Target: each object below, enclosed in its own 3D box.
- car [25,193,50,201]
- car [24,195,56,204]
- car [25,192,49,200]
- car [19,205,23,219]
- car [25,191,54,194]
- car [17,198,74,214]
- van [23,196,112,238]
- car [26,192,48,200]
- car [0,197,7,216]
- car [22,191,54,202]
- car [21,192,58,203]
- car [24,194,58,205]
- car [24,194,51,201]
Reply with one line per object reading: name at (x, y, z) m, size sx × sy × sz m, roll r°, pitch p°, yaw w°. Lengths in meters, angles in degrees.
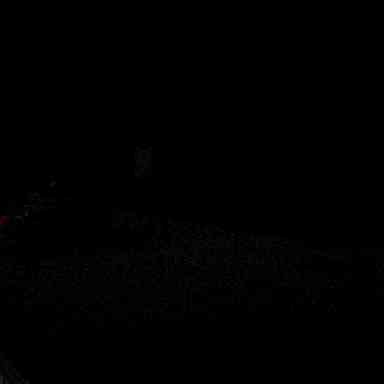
car at (-34.770, 1.061, 74.896) m, size 2.185 × 1.767 × 4.553 m, roll 1°, pitch -1°, yaw 44°
car at (-26.786, 1.354, 58.756) m, size 2.002 × 1.452 × 4.674 m, roll 1°, pitch -1°, yaw 44°
car at (-36.098, 1.044, 77.588) m, size 2.185 × 1.767 × 4.553 m, roll 1°, pitch -1°, yaw 44°
car at (-9.375, 1.625, 23.826) m, size 2.097 × 1.535 × 5.008 m, roll 1°, pitch -1°, yaw 43°
car at (-24.096, 1.238, 53.394) m, size 2.185 × 1.767 × 4.553 m, roll 2°, pitch 0°, yaw 44°
car at (-16.247, 1.519, 37.110) m, size 1.946 × 1.575 × 5.366 m, roll 2°, pitch 0°, yaw 44°
van at (-6.584, 1.379, 18.572) m, size 1.878 × 1.987 × 4.442 m, roll 0°, pitch -1°, yaw 43°
car at (-38.704, 1.011, 83.011) m, size 2.185 × 1.767 × 4.553 m, roll 1°, pitch 0°, yaw 44°
car at (-19.791, 1.221, 32.955) m, size 2.150 × 2.045 × 5.566 m, roll 1°, pitch 0°, yaw -27°
car at (-32.102, 0.975, 69.506) m, size 2.435 × 2.045 × 5.566 m, roll 2°, pitch 0°, yaw 44°
car at (-28.105, 1.039, 61.423) m, size 2.435 × 2.045 × 5.566 m, roll 2°, pitch 0°, yaw 44°
car at (-25.425, 1.213, 56.085) m, size 2.185 × 1.767 × 4.553 m, roll 2°, pitch 0°, yaw 44°
car at (-33.434, 1.236, 72.196) m, size 2.163 × 1.488 × 4.792 m, roll 2°, pitch 0°, yaw 44°
